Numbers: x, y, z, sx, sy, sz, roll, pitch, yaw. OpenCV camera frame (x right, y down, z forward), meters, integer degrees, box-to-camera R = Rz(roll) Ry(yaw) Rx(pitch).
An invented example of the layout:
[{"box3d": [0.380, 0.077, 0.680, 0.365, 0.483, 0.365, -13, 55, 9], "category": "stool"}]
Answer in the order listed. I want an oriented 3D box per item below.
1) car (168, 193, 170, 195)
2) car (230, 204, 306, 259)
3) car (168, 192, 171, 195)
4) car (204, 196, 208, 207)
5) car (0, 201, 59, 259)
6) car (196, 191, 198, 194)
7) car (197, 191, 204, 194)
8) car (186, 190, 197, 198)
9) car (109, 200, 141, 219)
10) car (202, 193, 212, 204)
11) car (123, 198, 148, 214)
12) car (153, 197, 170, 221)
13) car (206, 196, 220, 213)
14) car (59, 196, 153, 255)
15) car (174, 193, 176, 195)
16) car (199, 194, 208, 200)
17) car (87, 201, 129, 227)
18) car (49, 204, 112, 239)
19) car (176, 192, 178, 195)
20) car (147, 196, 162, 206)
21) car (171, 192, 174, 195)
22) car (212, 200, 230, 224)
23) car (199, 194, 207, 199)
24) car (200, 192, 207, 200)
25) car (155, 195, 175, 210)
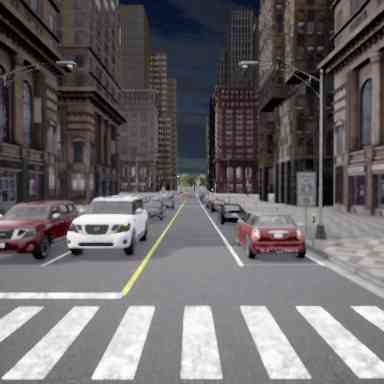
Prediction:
[{"box3d": [-5.757, 1.325, 62.402, 1.802, 1.307, 4.206, -1, 0, 0], "category": "car"}, {"box3d": [2.754, 1.406, 12.539, 1.967, 1.590, 4.097, -1, 0, 0], "category": "car"}, {"box3d": [-5.757, 1.230, 67.773, 1.752, 1.417, 4.829, -1, 0, 0], "category": "car"}, {"box3d": [2.762, 1.447, 40.242, 1.802, 1.307, 4.206, -1, 0, 0], "category": "car"}, {"box3d": [-5.773, 1.281, 12.532, 2.192, 1.841, 5.009, -1, 0, 0], "category": "car"}, {"box3d": [2.775, 1.058, 90.106, 1.887, 1.381, 4.507, 0, 1, 0], "category": "car"}, {"box3d": [2.767, 1.019, 67.943, 2.192, 1.841, 5.009, -1, 0, 0], "category": "car"}, {"box3d": [0.018, 0.983, 92.507, 1.994, 1.385, 4.181, 0, 1, 0], "category": "car"}, {"box3d": [-5.766, 1.476, 29.155, 1.947, 1.339, 4.313, -1, 0, 0], "category": "car"}, {"box3d": [2.762, 1.280, 45.782, 1.967, 1.590, 4.097, -1, 0, 0], "category": "car"}, {"box3d": [-5.765, 1.414, 34.526, 1.752, 1.417, 4.829, -1, 0, 0], "category": "car"}, {"box3d": [-3.087, 1.423, 26.659, 1.837, 1.490, 4.892, 0, 0, 0], "category": "car"}, {"box3d": [2.761, 1.454, 34.701, 1.947, 1.339, 4.313, -1, 0, 0], "category": "car"}, {"box3d": [-3.094, 1.185, 13.442, 2.150, 2.045, 5.566, 0, 0, 0], "category": "car"}, {"box3d": [-5.751, 1.110, 84.566, 1.887, 1.381, 4.507, 0, 1, 0], "category": "car"}, {"box3d": [2.773, 1.159, 79.026, 1.887, 1.381, 4.507, 0, 1, 0], "category": "car"}, {"box3d": [-5.768, 1.456, 23.444, 1.752, 1.417, 4.829, -1, 0, 0], "category": "car"}, {"box3d": [-5.770, 1.474, 17.904, 1.752, 1.417, 4.829, -1, 0, 0], "category": "car"}, {"box3d": [-5.752, 0.829, 90.103, 2.192, 1.841, 5.009, 0, 1, 0], "category": "car"}, {"box3d": [-5.761, 1.393, 51.320, 1.802, 1.307, 4.206, -1, 0, 0], "category": "car"}, {"box3d": [-5.755, 1.227, 73.485, 1.947, 1.339, 4.313, -1, 0, 0], "category": "car"}, {"box3d": [2.758, 1.496, 23.621, 1.947, 1.339, 4.313, -1, 0, 0], "category": "car"}, {"box3d": [2.774, 1.116, 84.566, 2.008, 1.369, 4.403, 0, 1, 0], "category": "car"}, {"box3d": [2.765, 1.219, 56.863, 1.967, 1.590, 4.097, -1, 0, 0], "category": "car"}, {"box3d": [-3.062, 1.430, 39.449, 1.994, 1.385, 4.181, 0, 1, 0], "category": "car"}]
